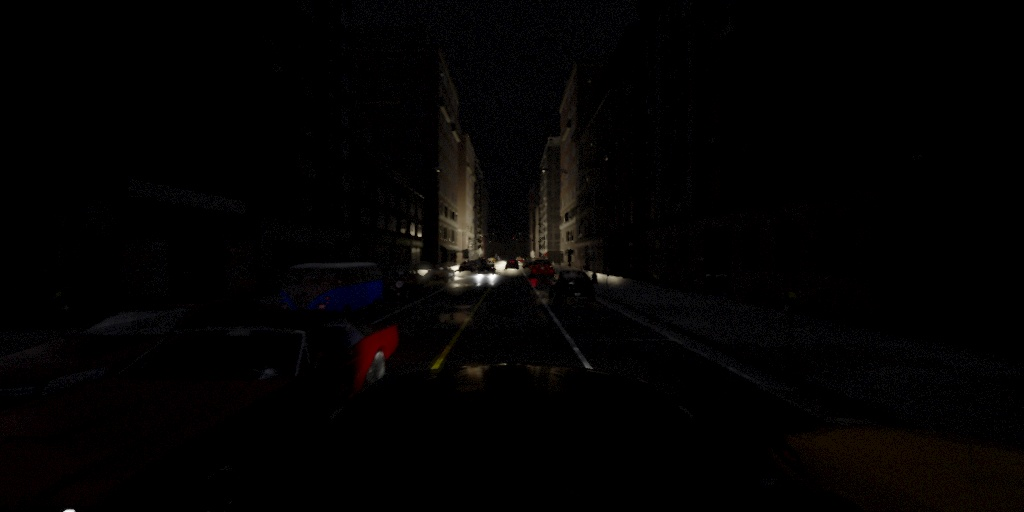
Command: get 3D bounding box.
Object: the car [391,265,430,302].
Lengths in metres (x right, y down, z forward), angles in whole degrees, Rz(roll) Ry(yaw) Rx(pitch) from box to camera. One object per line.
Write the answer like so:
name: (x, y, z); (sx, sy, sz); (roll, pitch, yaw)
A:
car: (-5.393, 1.186, 16.572); (1.967, 1.591, 4.097); (0, 0, 0)

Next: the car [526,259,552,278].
car: (2.738, 1.091, 34.264); (2.097, 1.767, 4.553); (0, 0, 0)

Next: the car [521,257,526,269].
car: (2.618, 1.253, 54.626); (1.751, 1.417, 4.829); (0, 0, 0)

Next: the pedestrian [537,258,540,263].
pedestrian: (2.737, 1.033, 37.070); (0.375, 1.860, 0.375); (0, 0, -5)

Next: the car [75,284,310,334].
car: (-5.389, 1.331, 5.747); (1.802, 1.307, 4.207); (0, 0, 0)

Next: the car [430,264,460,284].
car: (-5.397, 1.268, 27.227); (1.751, 1.417, 4.829); (0, 0, 0)

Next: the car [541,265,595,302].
car: (2.632, 1.296, 16.566); (2.007, 1.370, 4.403); (0, 0, 0)

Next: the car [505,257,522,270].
car: (0.023, 1.292, 52.949); (1.994, 1.385, 4.181); (0, 0, 0)

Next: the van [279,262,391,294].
van: (-5.391, 1.088, 11.160); (1.690, 1.789, 3.998); (0, 0, 0)

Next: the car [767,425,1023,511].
car: (2.638, 1.276, 0.498); (1.751, 1.417, 4.829); (0, 0, 0)

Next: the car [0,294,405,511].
car: (-2.840, 1.351, 3.855); (1.895, 1.301, 4.718); (0, 0, 0)

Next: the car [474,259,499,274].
car: (-2.853, 1.338, 41.330); (1.895, 1.301, 4.718); (0, 0, 0)

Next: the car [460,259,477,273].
car: (-5.403, 1.318, 43.636); (1.802, 1.307, 4.207); (0, 0, 0)

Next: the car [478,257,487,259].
car: (-5.407, 1.278, 54.462); (2.007, 1.370, 4.403); (0, 0, 0)
